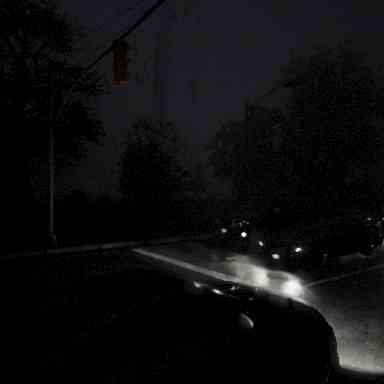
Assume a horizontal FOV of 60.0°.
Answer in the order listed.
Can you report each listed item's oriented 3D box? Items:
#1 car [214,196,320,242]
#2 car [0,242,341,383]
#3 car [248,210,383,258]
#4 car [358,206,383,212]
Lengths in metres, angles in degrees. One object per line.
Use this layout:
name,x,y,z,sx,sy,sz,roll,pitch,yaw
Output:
car,3.614,1.230,15.166,5.566,2.045,2.150,0,0,-34
car,-0.299,1.566,3.535,4.181,1.385,1.994,0,0,-36
car,4.655,1.555,11.597,5.357,1.411,2.033,0,0,-37
car,11.204,1.579,20.688,4.181,1.385,1.994,0,0,-36
